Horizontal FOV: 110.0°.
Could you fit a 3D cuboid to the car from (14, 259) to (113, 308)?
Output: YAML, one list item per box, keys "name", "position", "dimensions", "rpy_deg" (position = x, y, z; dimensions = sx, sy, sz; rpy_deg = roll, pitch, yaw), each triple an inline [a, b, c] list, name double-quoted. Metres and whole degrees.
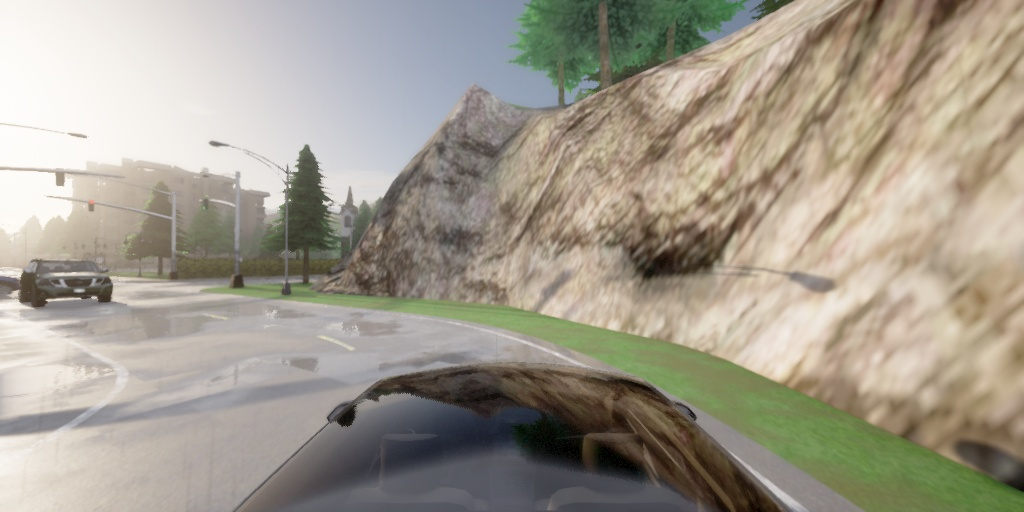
- name: "car"
  position: [-20.638, 1.138, 16.559]
  dimensions: [5.566, 2.045, 2.150]
  rpy_deg: [-1, -1, 31]

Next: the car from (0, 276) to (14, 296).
- name: "car"
  position: [-29.288, 1.348, 18.588]
  dimensions: [1.882, 1.535, 5.008]
  rpy_deg: [0, -1, 31]
